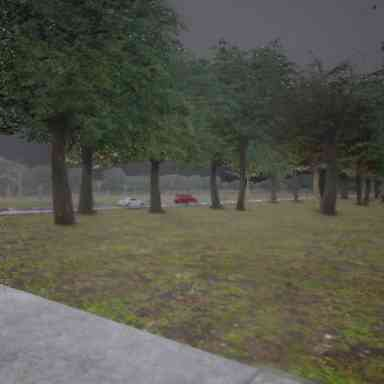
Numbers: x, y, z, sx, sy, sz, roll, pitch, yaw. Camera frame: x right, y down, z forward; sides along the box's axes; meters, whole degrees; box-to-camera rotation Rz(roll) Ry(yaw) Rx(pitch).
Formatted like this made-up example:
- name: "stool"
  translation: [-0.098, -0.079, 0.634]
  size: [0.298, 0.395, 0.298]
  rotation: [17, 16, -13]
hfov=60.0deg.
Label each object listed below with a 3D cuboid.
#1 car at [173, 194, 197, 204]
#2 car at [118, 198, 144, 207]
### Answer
- name: "car"
  translation: [-1.256, 1.322, 63.875]
  size: [2.150, 2.045, 5.566]
  rotation: [0, 0, 36]
- name: "car"
  translation: [-9.550, 1.626, 52.302]
  size: [1.812, 1.442, 4.674]
  rotation: [0, 0, 36]
